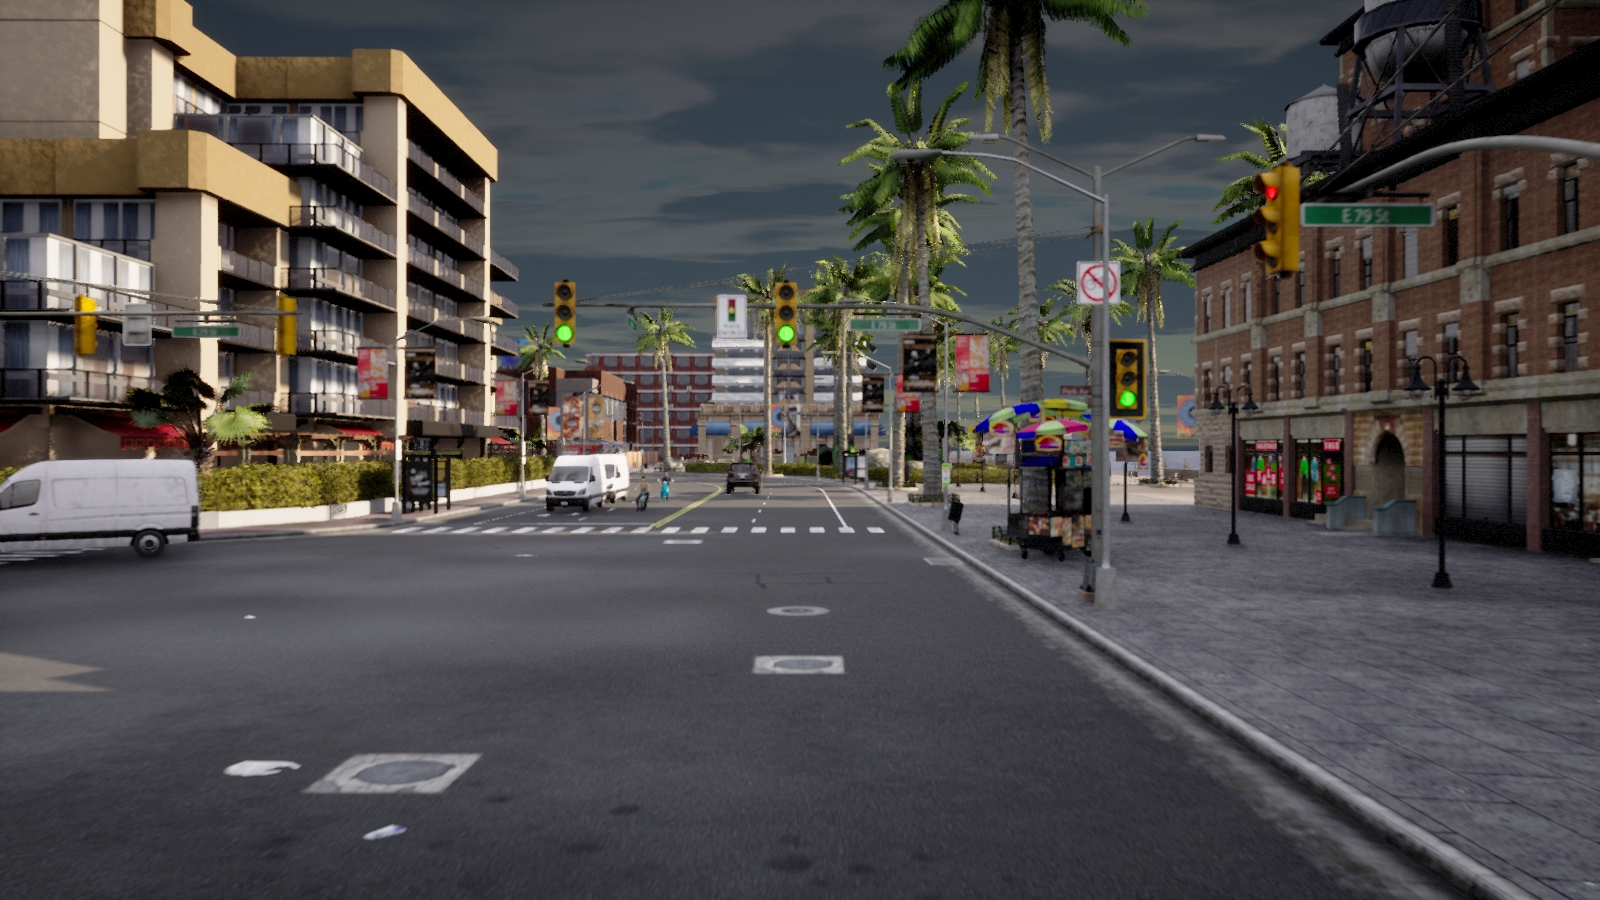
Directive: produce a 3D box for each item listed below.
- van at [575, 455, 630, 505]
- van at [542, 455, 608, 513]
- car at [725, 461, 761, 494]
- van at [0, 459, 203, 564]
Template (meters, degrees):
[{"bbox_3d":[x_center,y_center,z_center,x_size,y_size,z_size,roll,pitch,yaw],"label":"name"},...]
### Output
[{"bbox_3d":[-10.617,1.539,61.938,1.988,2.561,5.915,0,0,0],"label":"van"},{"bbox_3d":[-10.595,1.538,54.278,1.988,2.561,5.915,0,0,0],"label":"van"},{"bbox_3d":[-3.715,1.785,75.136,2.150,2.045,5.566,0,0,-1],"label":"car"},{"bbox_3d":[-19.033,1.537,29.943,5.915,2.561,1.988,0,0,-30],"label":"van"}]
